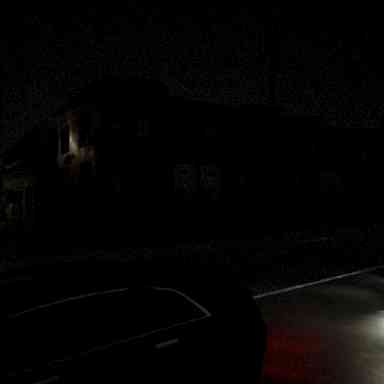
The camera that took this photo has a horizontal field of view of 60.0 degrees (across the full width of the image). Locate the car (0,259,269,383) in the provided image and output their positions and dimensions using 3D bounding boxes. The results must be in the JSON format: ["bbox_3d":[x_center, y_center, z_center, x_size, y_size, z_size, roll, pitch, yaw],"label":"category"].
[{"bbox_3d":[-1.457,1.505,2.998,4.892,1.490,1.837,0,0,-34],"label":"car"}]
